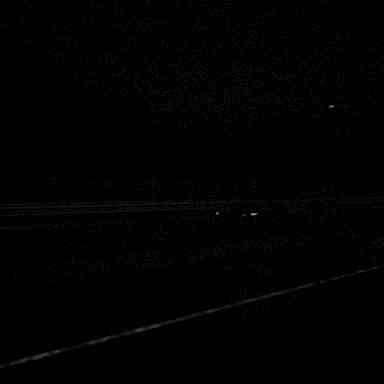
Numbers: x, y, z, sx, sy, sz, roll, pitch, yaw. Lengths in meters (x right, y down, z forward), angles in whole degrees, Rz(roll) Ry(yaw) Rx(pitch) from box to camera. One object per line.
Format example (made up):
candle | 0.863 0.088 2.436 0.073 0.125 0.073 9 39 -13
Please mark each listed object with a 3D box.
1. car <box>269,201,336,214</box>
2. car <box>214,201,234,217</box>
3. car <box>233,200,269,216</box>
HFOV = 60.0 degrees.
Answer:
car | 7.677 1.483 22.143 4.892 1.490 1.837 0 0 -34
car | 4.062 1.465 28.151 4.902 1.511 2.128 0 0 -34
car | 5.747 1.481 25.063 4.892 1.490 1.837 0 0 -34
